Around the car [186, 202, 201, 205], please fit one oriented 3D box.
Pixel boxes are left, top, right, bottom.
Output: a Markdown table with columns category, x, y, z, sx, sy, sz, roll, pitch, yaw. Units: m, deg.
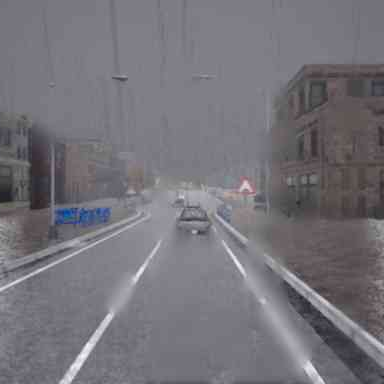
| category | x | y | z | sx | sy | sz | roll | pitch | yaw |
| --- | --- | --- | --- | --- | --- | --- | --- | --- | --- |
| car | 0.169 | 1.777 | 33.455 | 2.128 | 1.511 | 4.902 | 0 | 0 | 1 |

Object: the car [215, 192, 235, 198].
| category | x | y | z | sx | sy | sz | roll | pitch | yaw |
| --- | --- | --- | --- | --- | --- | --- | --- | --- | --- |
| car | 8.174 | 0.790 | 83.311 | 4.674 | 1.452 | 2.002 | 0 | 2 | -1 |

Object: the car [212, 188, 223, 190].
| category | x | y | z | sx | sy | sz | roll | pitch | yaw |
| --- | --- | --- | --- | --- | --- | --- | --- | --- | --- |
| car | 8.107 | 0.530 | 86.059 | 4.553 | 1.767 | 2.185 | 0 | 2 | -1 |

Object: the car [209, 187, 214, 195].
| category | x | y | z | sx | sy | sz | roll | pitch | yaw |
| --- | --- | --- | --- | --- | --- | --- | --- | --- | --- |
| car | 8.136 | 0.314 | 88.809 | 5.566 | 2.045 | 2.435 | 0 | 2 | -1 |

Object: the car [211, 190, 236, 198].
| category | x | y | z | sx | sy | sz | roll | pitch | yaw |
| --- | --- | --- | --- | --- | --- | --- | --- | --- | --- |
| car | 8.017 | 0.844 | 80.551 | 5.366 | 1.575 | 1.946 | 0 | 2 | -1 |

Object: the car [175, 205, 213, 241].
| category | x | y | z | sx | sy | sz | roll | pitch | yaw |
| --- | --- | --- | --- | --- | --- | --- | --- | --- | --- |
| car | 0.098 | 1.681 | 17.914 | 2.128 | 1.511 | 4.902 | 0 | -1 | 0 |
